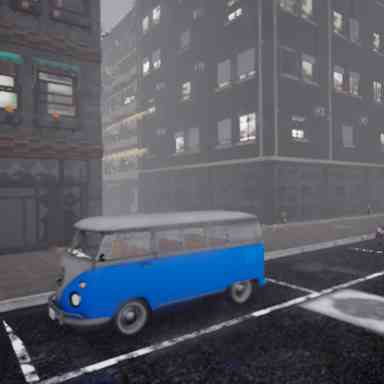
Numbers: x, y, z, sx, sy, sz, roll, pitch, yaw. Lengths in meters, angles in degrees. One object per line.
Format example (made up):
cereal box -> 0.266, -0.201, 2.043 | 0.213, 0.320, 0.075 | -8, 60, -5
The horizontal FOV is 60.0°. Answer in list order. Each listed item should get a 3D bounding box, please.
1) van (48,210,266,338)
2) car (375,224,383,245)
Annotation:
van -> -0.420, 1.287, 6.259 | 3.998, 1.788, 1.690 | -1, 1, -36
car -> 8.755, 1.336, 12.813 | 4.206, 1.307, 1.802 | -1, 1, -36
